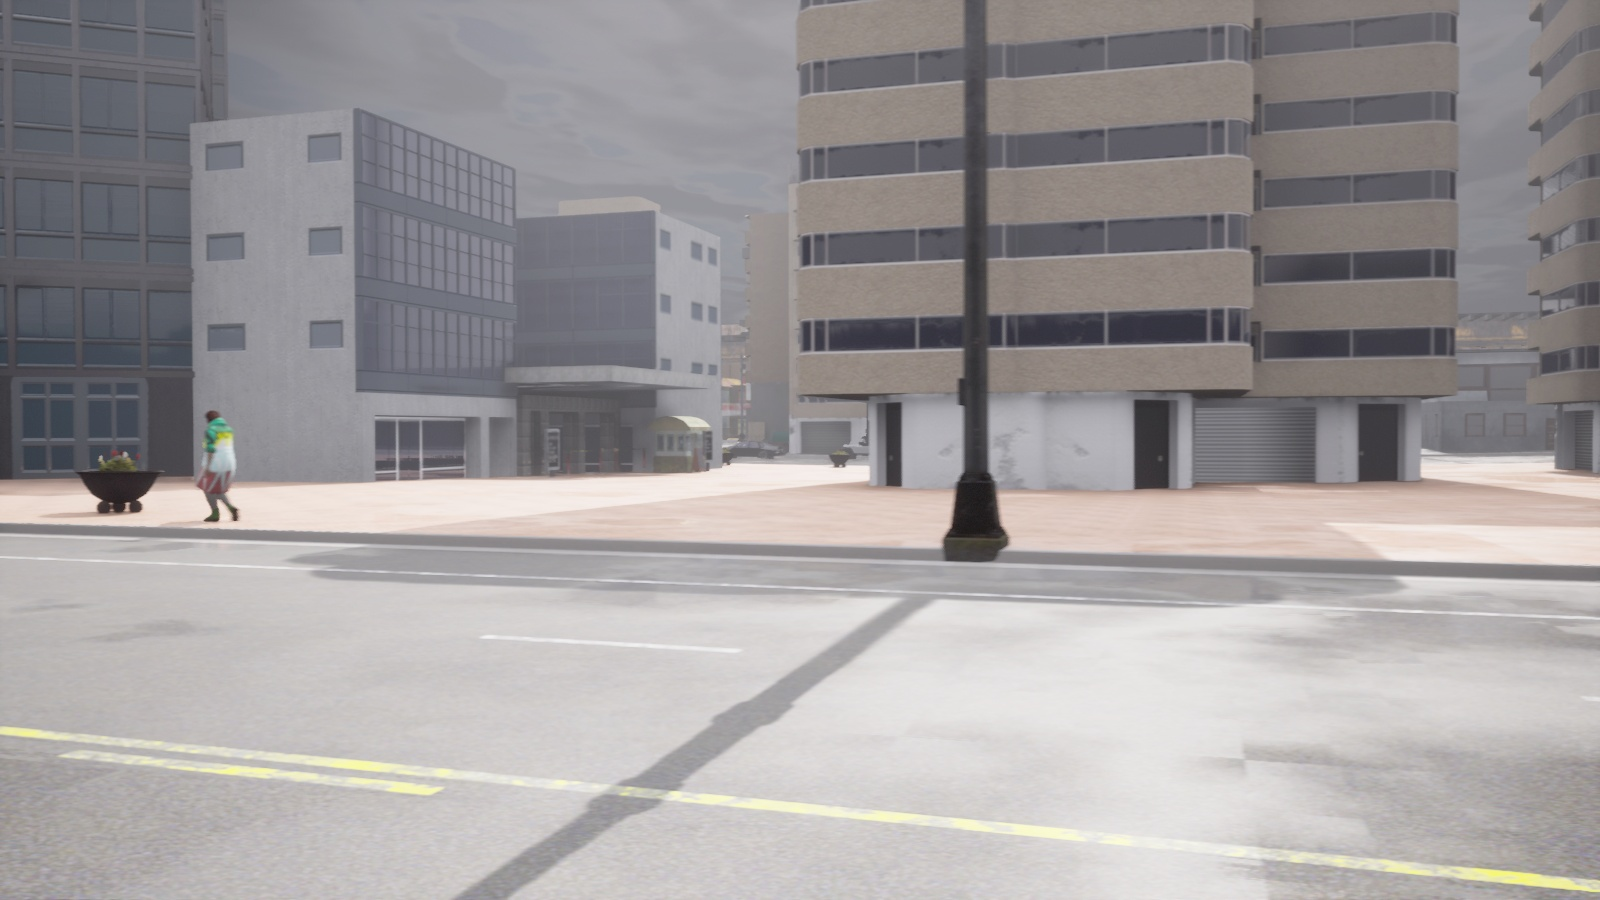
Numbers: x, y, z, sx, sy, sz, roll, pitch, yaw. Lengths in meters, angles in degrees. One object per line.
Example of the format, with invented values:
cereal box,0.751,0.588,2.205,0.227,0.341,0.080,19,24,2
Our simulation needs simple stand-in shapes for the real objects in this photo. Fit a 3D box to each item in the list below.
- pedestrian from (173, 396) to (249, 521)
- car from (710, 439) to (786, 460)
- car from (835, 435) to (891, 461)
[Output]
pedestrian,-9.343,0.127,19.938,0.873,1.952,0.659,0,1,16
car,-3.915,-0.042,95.049,5.357,1.411,2.033,1,1,17
car,4.838,-0.158,96.027,3.866,1.878,1.905,1,1,17
